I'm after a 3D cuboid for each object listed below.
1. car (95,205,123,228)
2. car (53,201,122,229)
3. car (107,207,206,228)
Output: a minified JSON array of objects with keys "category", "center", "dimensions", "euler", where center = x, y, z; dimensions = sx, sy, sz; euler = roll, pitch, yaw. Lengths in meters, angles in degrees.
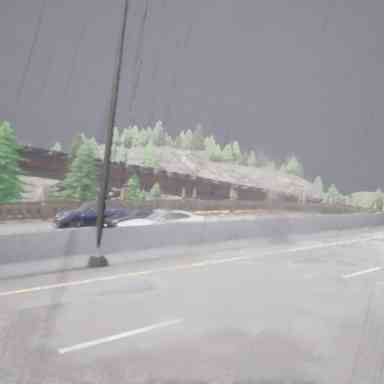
[{"category":"car","center":[-2.995,1.604,19.057],"dimensions":[4.181,1.385,1.994],"euler":[0,0,-36]},{"category":"car","center":[-6.263,1.385,21.026],"dimensions":[4.553,1.767,2.097],"euler":[0,0,-35]},{"category":"car","center":[-1.373,1.564,15.916],"dimensions":[4.674,1.442,1.812],"euler":[0,0,-36]}]
